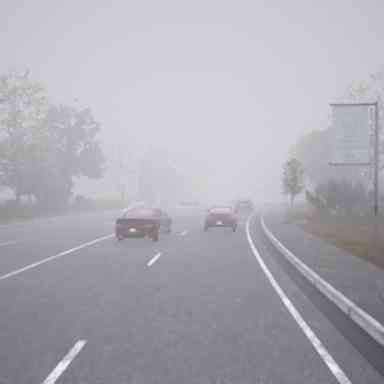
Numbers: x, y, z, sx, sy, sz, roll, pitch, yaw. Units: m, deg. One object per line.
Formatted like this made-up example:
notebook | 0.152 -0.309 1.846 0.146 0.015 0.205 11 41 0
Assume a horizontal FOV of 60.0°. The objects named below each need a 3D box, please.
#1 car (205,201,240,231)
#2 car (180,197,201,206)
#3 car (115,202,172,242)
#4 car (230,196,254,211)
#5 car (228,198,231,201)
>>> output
car | 1.860 1.542 20.701 1.812 1.442 4.674 0 0 9
car | -0.105 1.556 54.464 2.033 1.411 5.357 0 0 21
car | -2.250 1.477 16.612 1.882 1.535 5.008 0 0 7
car | 6.503 1.536 40.920 2.128 1.511 4.902 0 0 17
car | 8.701 1.560 65.725 1.882 1.535 5.008 0 0 26
